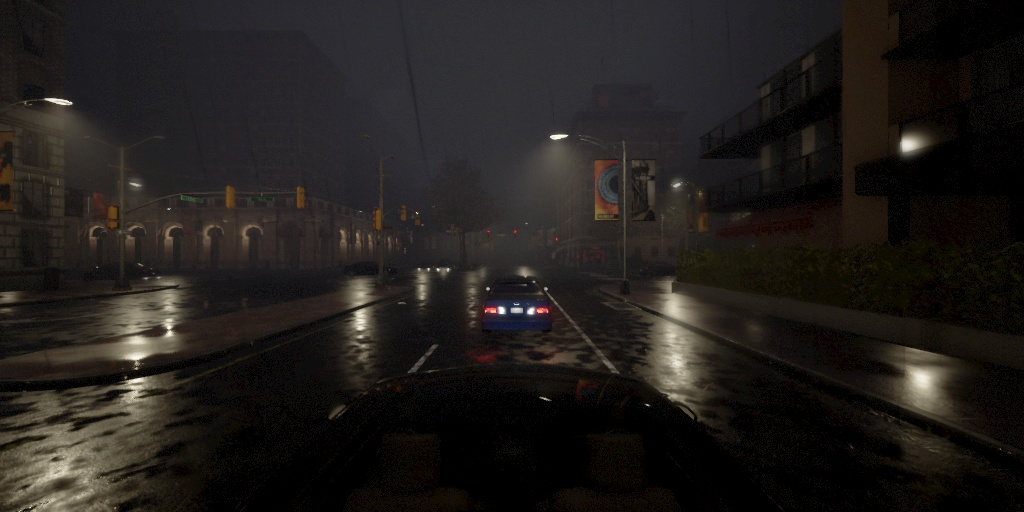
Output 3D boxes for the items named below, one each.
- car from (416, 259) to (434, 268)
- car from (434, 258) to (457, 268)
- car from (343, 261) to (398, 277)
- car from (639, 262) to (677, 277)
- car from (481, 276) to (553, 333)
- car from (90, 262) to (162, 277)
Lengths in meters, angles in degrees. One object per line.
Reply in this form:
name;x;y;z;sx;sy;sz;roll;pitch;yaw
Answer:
car;-14.529;1.228;61.766;1.882;1.535;5.008;0;0;1
car;-11.062;1.102;59.697;2.097;1.767;4.553;0;0;1
car;-13.518;1.227;34.482;5.008;1.535;1.882;0;0;0
car;14.401;1.314;34.383;4.181;1.385;1.994;0;0;0
car;0.144;1.297;10.749;2.033;1.411;5.357;0;0;1
car;-37.192;1.297;34.567;5.357;1.411;2.033;0;0;0
